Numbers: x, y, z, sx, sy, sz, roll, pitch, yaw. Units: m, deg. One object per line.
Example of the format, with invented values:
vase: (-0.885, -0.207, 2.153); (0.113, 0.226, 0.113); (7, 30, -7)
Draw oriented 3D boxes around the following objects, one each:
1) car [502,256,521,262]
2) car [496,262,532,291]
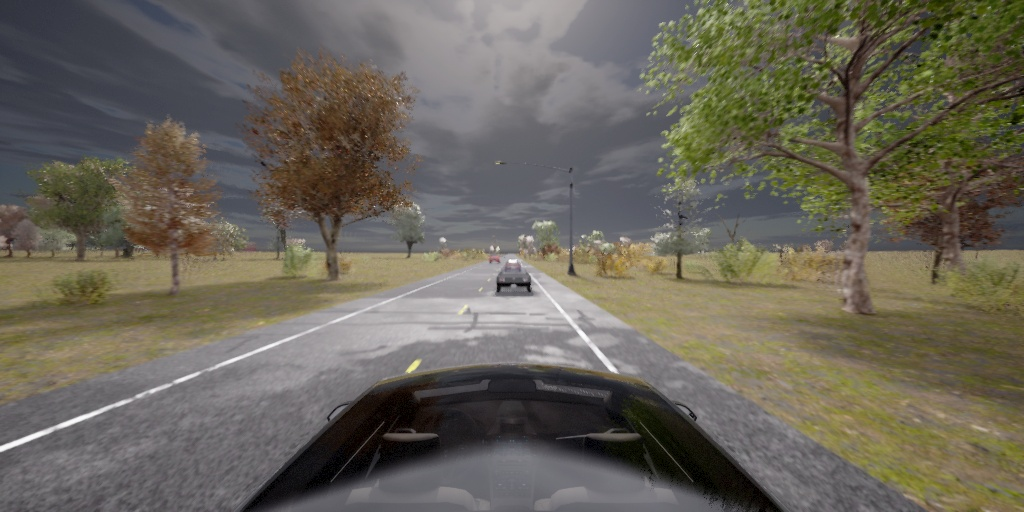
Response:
car: (0.090, 1.047, 43.129); (1.994, 1.385, 4.181); (0, 0, 0)
car: (0.095, 1.231, 20.514); (1.895, 1.301, 4.718); (0, 0, 0)
